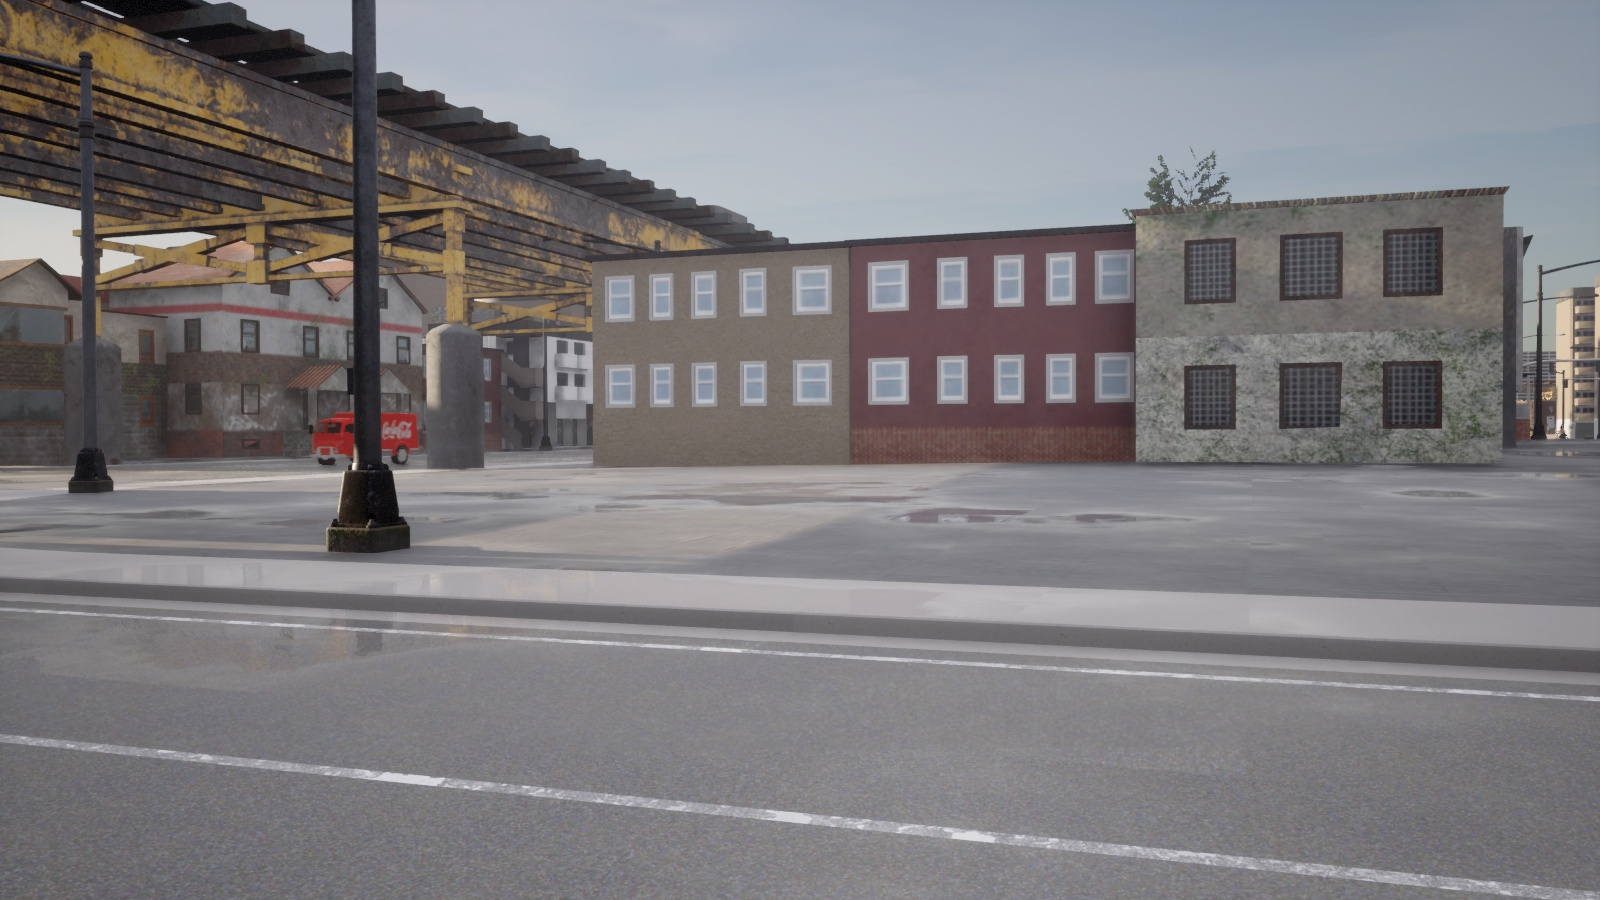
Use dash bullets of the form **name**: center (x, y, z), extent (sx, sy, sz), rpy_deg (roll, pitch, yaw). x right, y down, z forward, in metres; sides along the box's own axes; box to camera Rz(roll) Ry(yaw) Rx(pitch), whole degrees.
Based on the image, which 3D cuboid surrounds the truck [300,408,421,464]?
- **truck**: center (-20.382, -0.674, 58.537), extent (2.627, 2.467, 5.204), rpy_deg (1, 1, 20)
